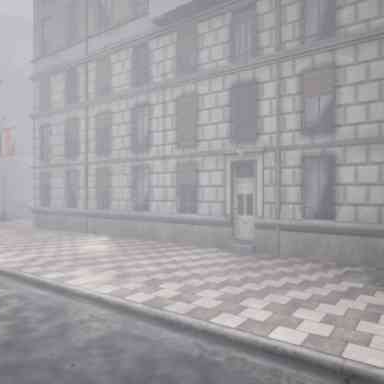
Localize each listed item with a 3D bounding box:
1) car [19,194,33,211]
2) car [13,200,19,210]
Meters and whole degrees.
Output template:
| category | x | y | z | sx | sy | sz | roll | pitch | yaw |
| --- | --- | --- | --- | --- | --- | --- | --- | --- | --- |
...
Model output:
| category | x | y | z | sx | sy | sz | roll | pitch | yaw |
| --- | --- | --- | --- | --- | --- | --- | --- | --- | --- |
| car | -17.118 | 1.352 | 38.901 | 2.097 | 1.767 | 4.553 | 0 | 0 | 36 |
| car | -19.310 | 1.221 | 41.848 | 2.150 | 2.045 | 5.566 | 0 | 0 | 36 |
